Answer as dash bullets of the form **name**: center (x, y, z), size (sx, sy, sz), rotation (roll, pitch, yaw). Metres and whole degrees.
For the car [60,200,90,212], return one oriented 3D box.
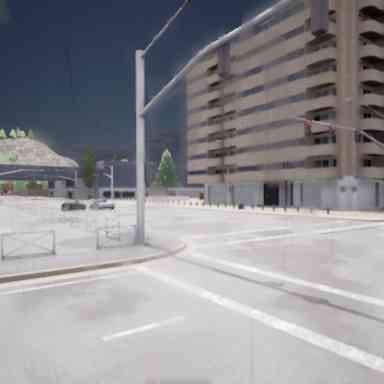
- **car**: center (-14.005, 1.605, 39.264), size (1.895, 1.301, 4.718), rotation (0, 0, -35)

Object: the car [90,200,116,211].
- **car**: center (-11.153, 1.589, 41.294), size (1.895, 1.301, 4.718), rotation (0, 0, -35)
